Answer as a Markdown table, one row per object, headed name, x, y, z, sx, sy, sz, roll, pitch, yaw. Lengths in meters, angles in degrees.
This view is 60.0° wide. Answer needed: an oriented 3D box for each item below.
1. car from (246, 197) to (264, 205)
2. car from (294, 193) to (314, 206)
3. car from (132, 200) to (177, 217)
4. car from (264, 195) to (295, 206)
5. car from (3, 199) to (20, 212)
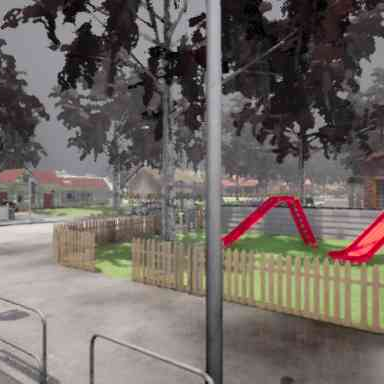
| name | x | y | z | sx | sy | sz | roll | pitch | yaw |
| --- | --- | --- | --- | --- | --- | --- | --- | --- | --- |
| car | 9.806 | 1.493 | 49.524 | 1.882 | 1.535 | 5.008 | 0 | 0 | 36 |
| car | 18.065 | 1.235 | 54.162 | 2.150 | 2.045 | 5.566 | 0 | 0 | 35 |
| car | -3.427 | 1.518 | 31.043 | 1.837 | 1.490 | 4.892 | 0 | 0 | 35 |
| car | 12.050 | 1.518 | 45.632 | 1.837 | 1.490 | 4.892 | 0 | 0 | 36 |
| car | -18.555 | 1.321 | 32.189 | 4.181 | 1.381 | 1.994 | 0 | 0 | 35 |
